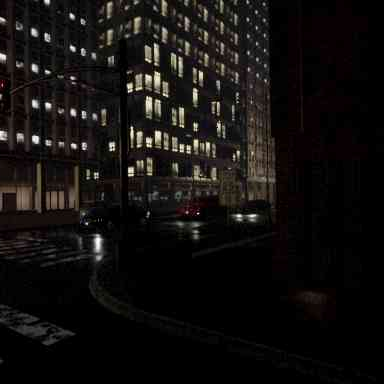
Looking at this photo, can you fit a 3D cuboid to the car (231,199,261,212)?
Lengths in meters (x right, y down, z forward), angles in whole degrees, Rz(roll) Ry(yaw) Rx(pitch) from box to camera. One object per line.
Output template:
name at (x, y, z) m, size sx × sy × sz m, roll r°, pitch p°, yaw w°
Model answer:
car at (6.798, 1.689, 41.405) m, size 1.752 × 1.417 × 4.829 m, roll -2°, pitch -1°, yaw 36°

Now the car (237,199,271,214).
car at (7.209, 1.584, 37.512) m, size 1.882 × 1.535 × 5.008 m, roll -1°, pitch -1°, yaw 36°

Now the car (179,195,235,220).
car at (1.205, 1.307, 29.149) m, size 2.150 × 2.045 × 5.566 m, roll -1°, pitch -1°, yaw 36°

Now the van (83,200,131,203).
van at (-6.030, 1.460, 23.491) m, size 1.690 × 1.788 × 3.998 m, roll -2°, pitch -1°, yaw 36°

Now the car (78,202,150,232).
car at (-4.683, 1.571, 20.958) m, size 1.837 × 1.490 × 4.892 m, roll -1°, pitch -1°, yaw 33°
